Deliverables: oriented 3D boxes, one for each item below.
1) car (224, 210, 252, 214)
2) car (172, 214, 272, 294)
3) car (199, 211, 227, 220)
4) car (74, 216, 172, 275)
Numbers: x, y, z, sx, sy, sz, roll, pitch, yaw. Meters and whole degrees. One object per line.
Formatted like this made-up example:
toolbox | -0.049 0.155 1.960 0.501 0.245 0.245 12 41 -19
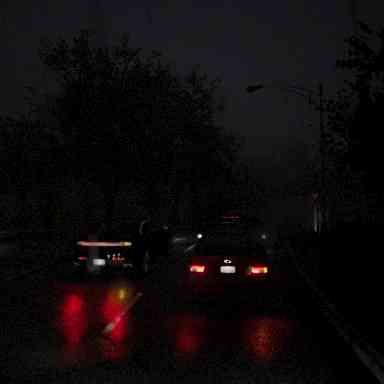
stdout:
car | 3.973 2.216 27.201 1.837 1.490 4.892 -3 -5 32
car | 1.038 1.549 8.938 2.033 1.411 5.357 -1 0 8
car | 3.898 4.371 62.185 5.008 1.535 1.882 -2 -5 33
car | -1.915 1.524 10.627 2.128 1.511 4.902 -1 0 9
